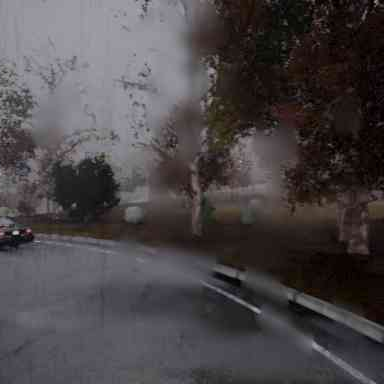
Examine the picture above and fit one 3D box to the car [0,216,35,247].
[{"bbox_3d":[-9.087,1.647,13.893,5.357,1.411,2.033,-1,0,25],"label":"car"}]
